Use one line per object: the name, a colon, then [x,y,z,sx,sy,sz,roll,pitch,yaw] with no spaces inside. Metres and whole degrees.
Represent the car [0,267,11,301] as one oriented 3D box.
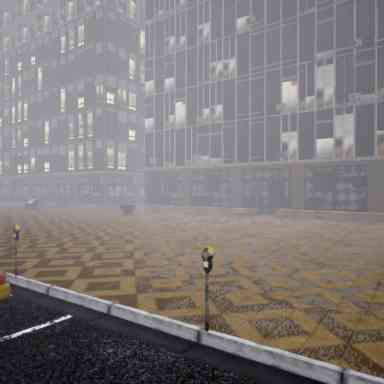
car: [-5.589,1.526,6.827,4.829,1.417,1.752,0,0,35]
